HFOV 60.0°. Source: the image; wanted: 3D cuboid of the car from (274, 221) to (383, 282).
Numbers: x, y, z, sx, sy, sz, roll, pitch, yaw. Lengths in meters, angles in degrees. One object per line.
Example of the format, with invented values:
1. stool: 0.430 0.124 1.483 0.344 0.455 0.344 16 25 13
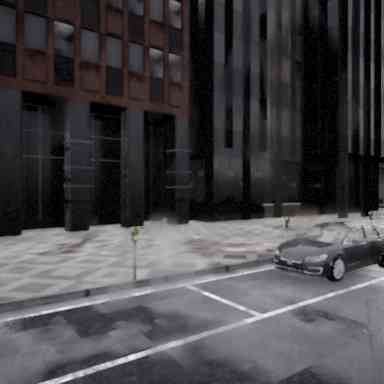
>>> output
1. car: 4.262 1.556 9.695 4.403 1.369 2.008 0 0 -36
